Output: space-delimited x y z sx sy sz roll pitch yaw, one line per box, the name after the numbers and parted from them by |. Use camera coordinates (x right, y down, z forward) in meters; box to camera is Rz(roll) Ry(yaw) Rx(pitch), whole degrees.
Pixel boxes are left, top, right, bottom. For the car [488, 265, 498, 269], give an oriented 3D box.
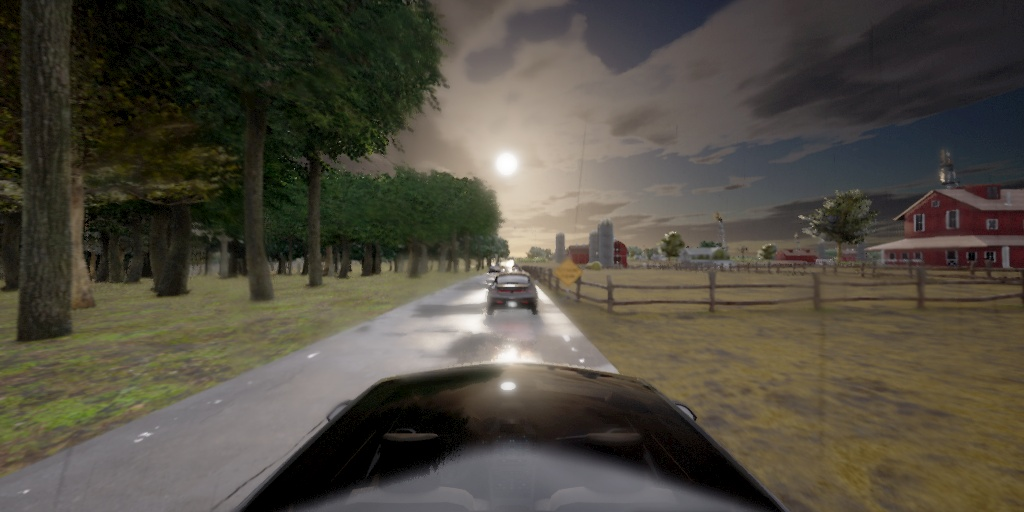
-2.810 2.236 58.734 2.033 1.411 5.357 0 -1 1 | car

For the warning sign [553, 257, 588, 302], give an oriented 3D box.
2.448 0.994 15.555 1.300 1.860 1.060 0 0 0 | warning sign

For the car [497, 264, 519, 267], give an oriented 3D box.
0.045 1.628 29.494 1.994 1.385 4.181 0 -1 0 | car

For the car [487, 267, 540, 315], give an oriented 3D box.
0.046 1.373 14.307 1.837 1.490 4.892 0 0 1 | car
